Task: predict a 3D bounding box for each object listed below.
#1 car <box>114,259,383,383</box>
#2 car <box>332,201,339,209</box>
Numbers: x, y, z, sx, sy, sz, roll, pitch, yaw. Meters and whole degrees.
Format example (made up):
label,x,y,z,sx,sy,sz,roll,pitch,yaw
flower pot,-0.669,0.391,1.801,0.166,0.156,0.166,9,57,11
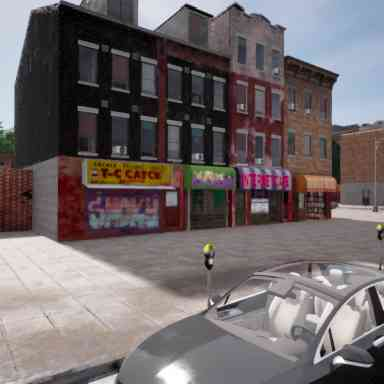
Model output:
label,x,y,z,sx,sy,sz,roll,pitch,yaw
car,1.312,1.552,3.734,4.403,1.369,2.008,0,0,-35
car,15.749,1.374,41.288,1.837,1.490,4.892,0,0,-36
